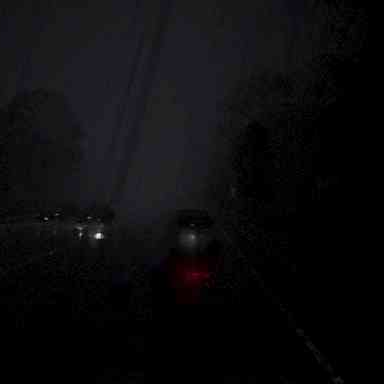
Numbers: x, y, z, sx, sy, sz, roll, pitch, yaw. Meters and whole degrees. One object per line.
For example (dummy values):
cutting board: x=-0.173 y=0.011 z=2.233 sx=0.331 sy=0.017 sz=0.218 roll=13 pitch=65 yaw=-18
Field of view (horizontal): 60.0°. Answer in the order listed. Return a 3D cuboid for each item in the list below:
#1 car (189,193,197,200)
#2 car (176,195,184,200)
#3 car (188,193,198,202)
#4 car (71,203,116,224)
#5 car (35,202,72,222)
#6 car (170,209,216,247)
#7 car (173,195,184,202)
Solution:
car: x=0.219 y=1.291 z=90.487 sx=2.097 sy=1.767 sz=4.553 roll=0 pitch=0 yaw=0
car: x=-3.284 y=1.440 z=89.695 sx=1.994 sy=1.385 sz=4.181 roll=0 pitch=0 yaw=0
car: x=0.193 y=1.281 z=80.129 sx=2.150 sy=2.045 sz=5.566 roll=0 pitch=0 yaw=0
car: x=-6.990 y=1.565 z=24.591 sx=1.994 sy=1.385 sz=4.181 roll=0 pitch=0 yaw=0
car: x=-10.466 y=1.535 z=26.615 sx=2.033 sy=1.411 sz=5.357 roll=0 pitch=0 yaw=1
car: x=0.030 y=1.527 z=15.247 sx=1.837 sy=1.490 sz=4.892 roll=0 pitch=0 yaw=0
car: x=-3.309 y=1.395 z=79.595 sx=2.097 sy=1.767 sz=4.553 roll=0 pitch=0 yaw=0
